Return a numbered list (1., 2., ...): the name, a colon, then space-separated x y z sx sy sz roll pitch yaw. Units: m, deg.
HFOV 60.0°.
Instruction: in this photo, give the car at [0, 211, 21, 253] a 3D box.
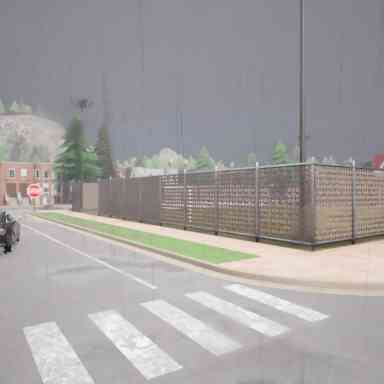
1. car: -7.987 1.492 13.143 2.128 1.511 4.902 0 0 -24
